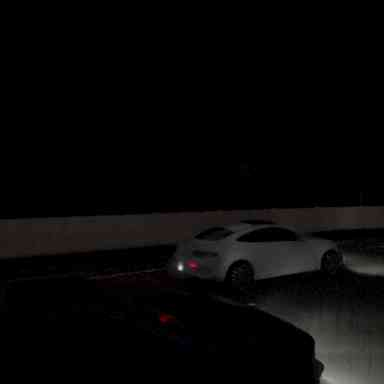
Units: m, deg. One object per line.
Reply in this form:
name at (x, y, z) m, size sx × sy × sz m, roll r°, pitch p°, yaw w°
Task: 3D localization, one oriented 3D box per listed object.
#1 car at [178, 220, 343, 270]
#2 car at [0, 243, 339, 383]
car at (1.790, 1.466, 8.616) m, size 4.674 × 1.442 × 1.812 m, roll 0°, pitch 0°, yaw -27°
car at (-1.293, 1.527, 2.752) m, size 5.357 × 1.411 × 2.033 m, roll 0°, pitch 0°, yaw -32°
